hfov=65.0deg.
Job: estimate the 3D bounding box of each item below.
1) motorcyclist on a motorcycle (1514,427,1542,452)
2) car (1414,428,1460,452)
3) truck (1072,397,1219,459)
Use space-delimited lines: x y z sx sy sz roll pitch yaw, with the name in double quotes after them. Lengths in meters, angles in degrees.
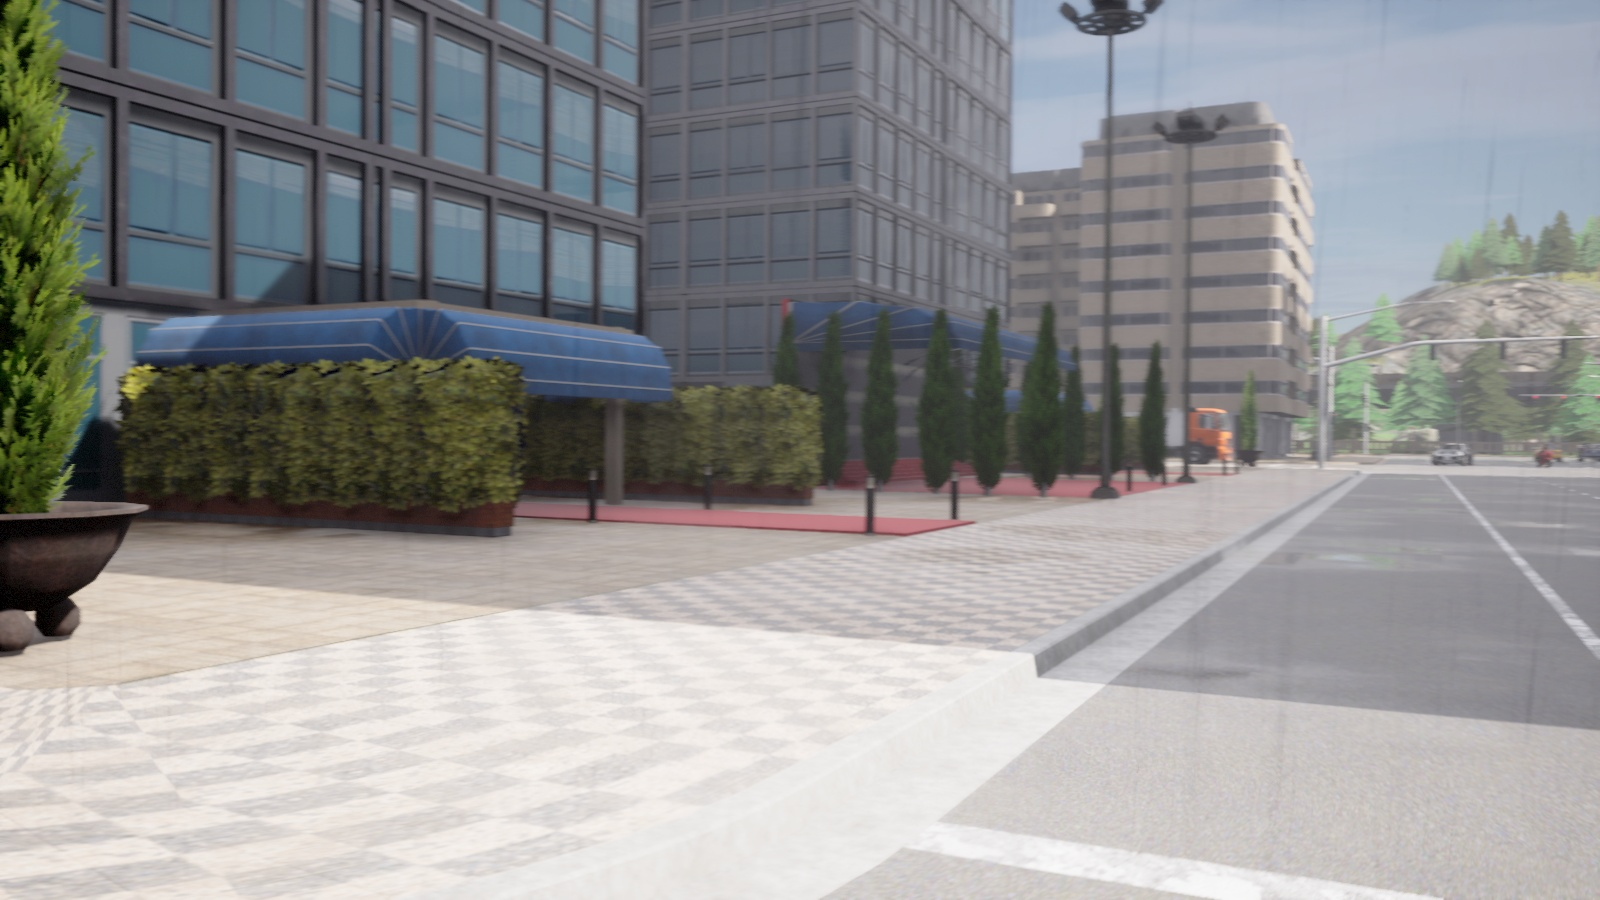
45.011 -0.643 77.611 0.797 1.523 2.044 1 1 9 "motorcyclist on a motorcycle"
41.714 -0.670 82.203 1.970 1.475 3.806 0 1 38 "car"
20.314 -1.260 73.954 7.936 3.462 2.891 0 1 26 "truck"
